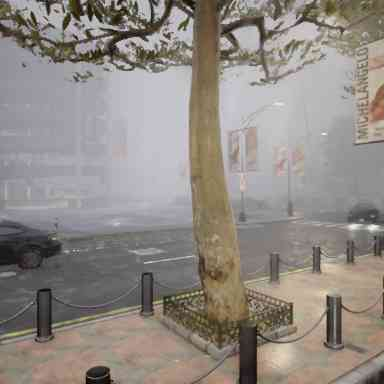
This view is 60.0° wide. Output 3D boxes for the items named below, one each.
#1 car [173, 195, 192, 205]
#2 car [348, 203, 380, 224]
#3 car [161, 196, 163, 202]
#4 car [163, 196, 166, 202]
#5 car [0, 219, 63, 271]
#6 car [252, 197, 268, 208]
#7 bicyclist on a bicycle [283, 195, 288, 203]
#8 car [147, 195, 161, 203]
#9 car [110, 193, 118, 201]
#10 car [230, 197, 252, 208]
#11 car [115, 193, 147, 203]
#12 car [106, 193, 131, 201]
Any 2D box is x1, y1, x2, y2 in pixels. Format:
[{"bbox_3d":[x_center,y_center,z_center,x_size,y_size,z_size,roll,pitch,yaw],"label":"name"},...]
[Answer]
[{"bbox_3d":[-1.221,1.351,57.394,2.097,1.767,4.553,0,0,-39],"label":"car"},{"bbox_3d":[13.057,1.547,25.046,2.033,1.411,5.357,0,0,32],"label":"car"},{"bbox_3d":[-9.545,1.524,74.225,4.674,1.442,1.812,0,0,26],"label":"car"},{"bbox_3d":[-8.332,1.525,77.525,4.902,1.511,2.128,0,0,26],"label":"car"},{"bbox_3d":[-6.157,1.526,9.434,4.674,1.442,1.812,0,0,-36],"label":"car"},{"bbox_3d":[8.972,1.478,49.531,1.882,1.535,5.008,0,0,-37],"label":"car"},{"bbox_3d":[17.569,1.300,62.357,1.656,1.620,0.582,0,0,-36],"label":"bicyclist on a bicycle"},{"bbox_3d":[-9.773,1.525,70.324,4.902,1.511,2.128,0,0,33],"label":"car"},{"bbox_3d":[-18.822,1.545,77.848,4.718,1.301,1.895,0,0,11],"label":"car"},{"bbox_3d":[5.665,1.547,48.140,2.033,1.411,5.357,0,0,-36],"label":"car"},{"bbox_3d":[-12.439,1.547,67.777,5.357,1.411,2.033,0,0,30],"label":"car"},{"bbox_3d":[-17.889,1.165,81.222,5.566,2.045,2.150,0,0,11],"label":"car"}]
